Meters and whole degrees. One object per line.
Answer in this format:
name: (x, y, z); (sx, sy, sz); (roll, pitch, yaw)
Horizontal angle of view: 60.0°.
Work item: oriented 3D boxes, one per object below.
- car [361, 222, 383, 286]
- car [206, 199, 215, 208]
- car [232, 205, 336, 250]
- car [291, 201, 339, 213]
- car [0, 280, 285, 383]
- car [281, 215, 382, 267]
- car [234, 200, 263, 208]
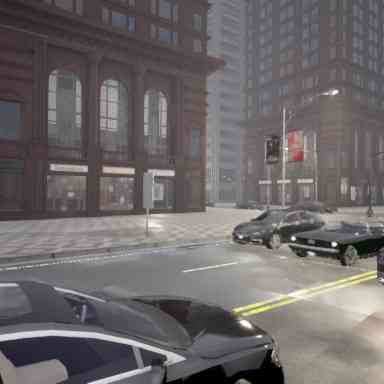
car: (6.261, 1.516, 7.904); (4.892, 1.490, 1.837); (0, 0, -35)
car: (1.701, 1.749, 53.809); (1.882, 1.535, 5.008); (1, -1, -35)
car: (3.888, 1.519, 14.438); (4.892, 1.490, 1.837); (0, 0, -35)
car: (13.497, 1.725, 37.222); (2.033, 1.411, 5.357); (1, -1, -35)
car: (-1.350, 1.492, 2.476); (4.902, 1.511, 2.128); (0, 0, -36)
car: (5.503, 1.615, 11.599); (4.718, 1.301, 1.895); (0, 0, -35)
car: (7.735, 1.787, 45.320); (1.994, 1.385, 4.181); (1, -1, -35)
